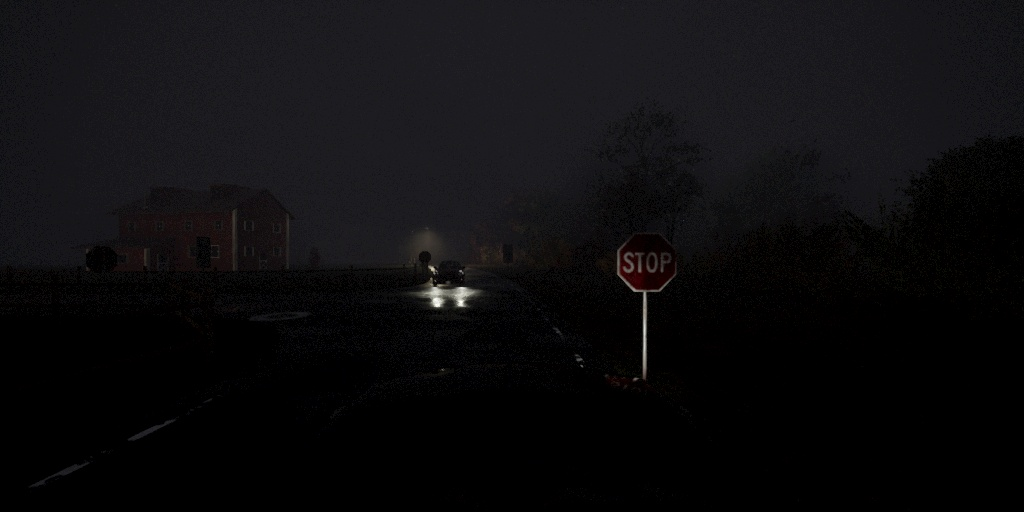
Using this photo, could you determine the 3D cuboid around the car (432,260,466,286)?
[{"bbox_3d":[-4.313,1.091,24.939,2.097,1.767,4.553,0,0,-7],"label":"car"}]
